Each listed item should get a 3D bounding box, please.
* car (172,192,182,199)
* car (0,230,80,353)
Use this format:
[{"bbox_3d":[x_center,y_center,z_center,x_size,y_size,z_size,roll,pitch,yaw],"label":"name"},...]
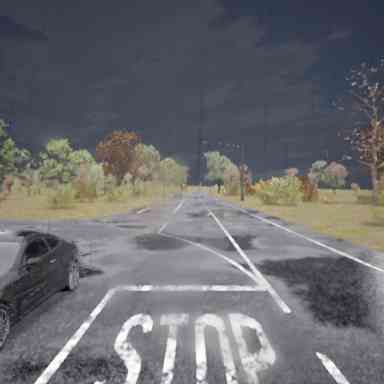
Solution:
[{"bbox_3d":[-3.397,0.824,76.159,1.837,1.490,4.892,0,1,0],"label":"car"},{"bbox_3d":[-3.503,1.481,6.036,1.812,1.442,4.674,0,0,0],"label":"car"}]
